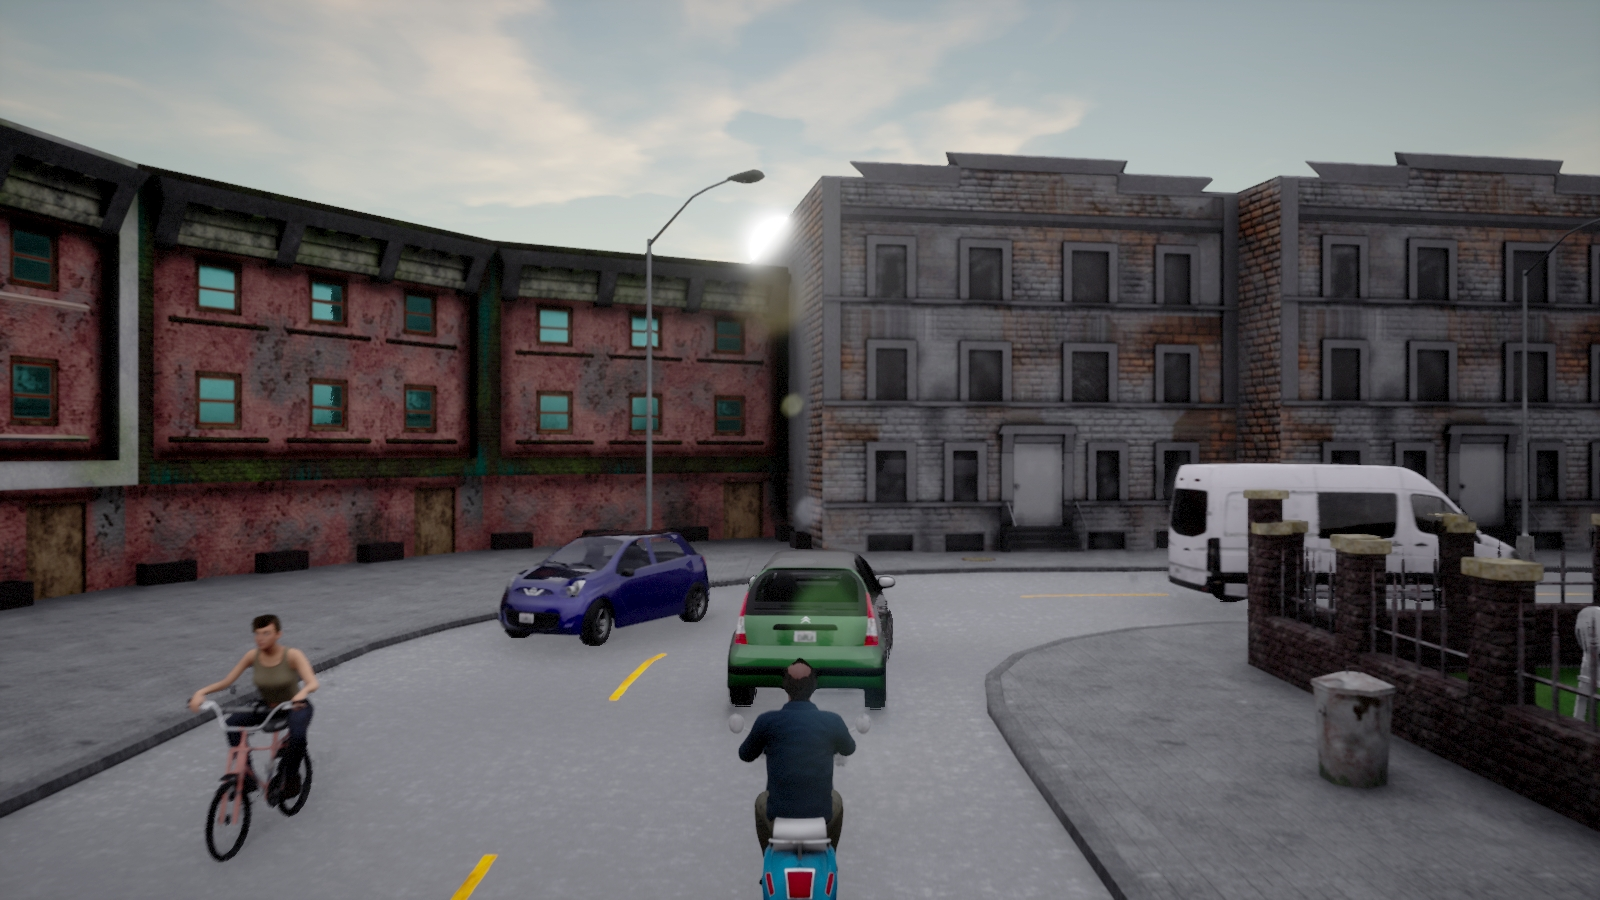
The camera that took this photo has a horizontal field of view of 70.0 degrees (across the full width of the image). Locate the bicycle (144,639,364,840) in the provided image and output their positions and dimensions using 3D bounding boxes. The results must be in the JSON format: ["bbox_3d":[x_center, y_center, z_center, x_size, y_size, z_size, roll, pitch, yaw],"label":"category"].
[{"bbox_3d":[-3.896,2.036,8.295,0.859,1.080,1.487,0,0,1],"label":"bicycle"}]

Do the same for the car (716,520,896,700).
[{"bbox_3d":[0.221,1.781,13.891,1.851,1.617,3.988,0,0,5],"label":"car"}]

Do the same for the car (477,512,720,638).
[{"bbox_3d":[-2.993,1.820,17.684,1.845,1.501,3.633,0,0,28],"label":"car"}]

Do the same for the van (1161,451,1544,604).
[{"bbox_3d":[9.692,1.314,20.336,5.915,2.561,1.988,0,0,-4],"label":"van"}]
